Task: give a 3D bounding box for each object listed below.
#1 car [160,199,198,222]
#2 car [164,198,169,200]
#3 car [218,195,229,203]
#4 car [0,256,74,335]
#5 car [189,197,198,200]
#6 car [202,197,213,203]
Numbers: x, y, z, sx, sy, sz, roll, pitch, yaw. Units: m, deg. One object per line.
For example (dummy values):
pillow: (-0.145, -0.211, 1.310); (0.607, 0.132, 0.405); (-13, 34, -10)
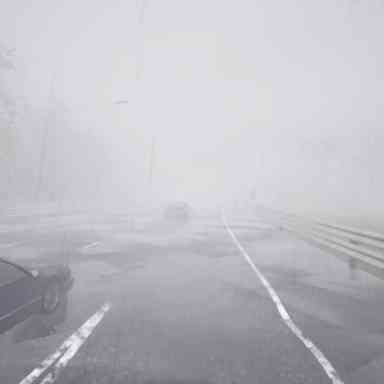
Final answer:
car: (-1.055, 1.627, 27.457); (2.128, 1.511, 4.902); (0, 0, 7)
car: (-2.064, 1.829, 45.641); (1.895, 1.301, 4.718); (0, 0, 9)
car: (7.582, 1.665, 80.322); (2.150, 2.045, 5.566); (0, 0, 12)
car: (-3.650, 1.562, 4.654); (2.033, 1.411, 5.357); (0, 0, 6)
car: (0.311, 1.899, 79.651); (1.882, 1.535, 5.008); (0, 0, 11)
car: (3.937, 1.954, 79.960); (1.812, 1.442, 4.674); (0, 0, 11)
